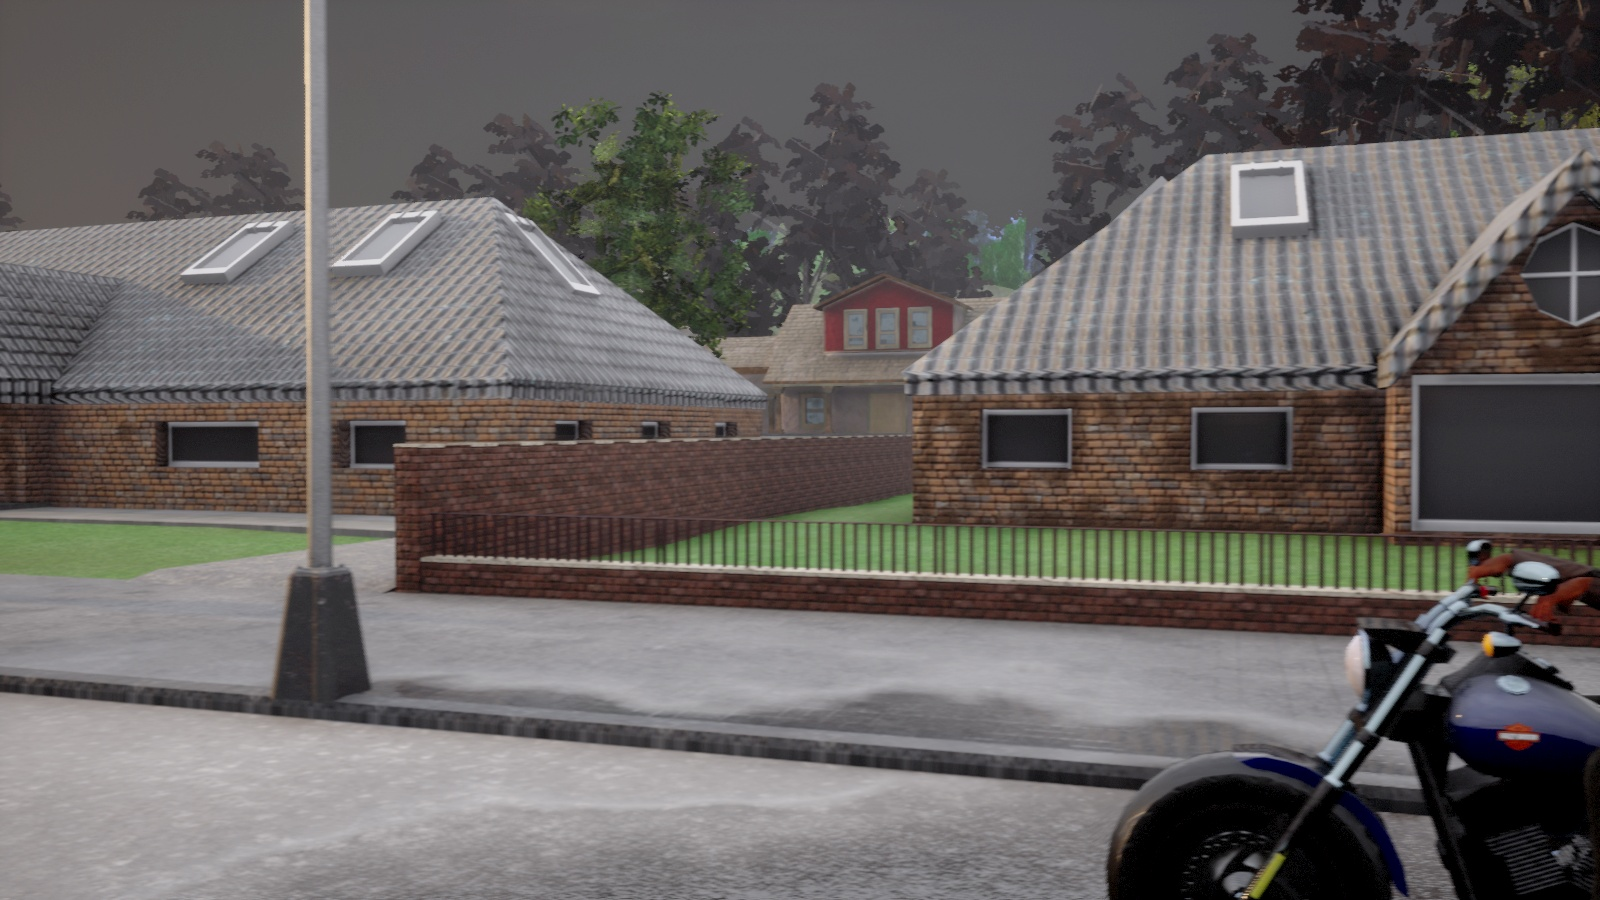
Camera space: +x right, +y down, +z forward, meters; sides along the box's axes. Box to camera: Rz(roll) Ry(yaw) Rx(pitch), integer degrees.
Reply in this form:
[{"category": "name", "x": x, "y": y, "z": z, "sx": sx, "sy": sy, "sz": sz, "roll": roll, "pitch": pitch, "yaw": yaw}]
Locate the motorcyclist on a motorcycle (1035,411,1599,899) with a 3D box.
[{"category": "motorcyclist on a motorcycle", "x": 1.823, "y": 0.734, "z": 3.108, "sx": 2.350, "sy": 1.649, "sz": 0.766, "roll": 0, "pitch": 1, "yaw": 19}]
